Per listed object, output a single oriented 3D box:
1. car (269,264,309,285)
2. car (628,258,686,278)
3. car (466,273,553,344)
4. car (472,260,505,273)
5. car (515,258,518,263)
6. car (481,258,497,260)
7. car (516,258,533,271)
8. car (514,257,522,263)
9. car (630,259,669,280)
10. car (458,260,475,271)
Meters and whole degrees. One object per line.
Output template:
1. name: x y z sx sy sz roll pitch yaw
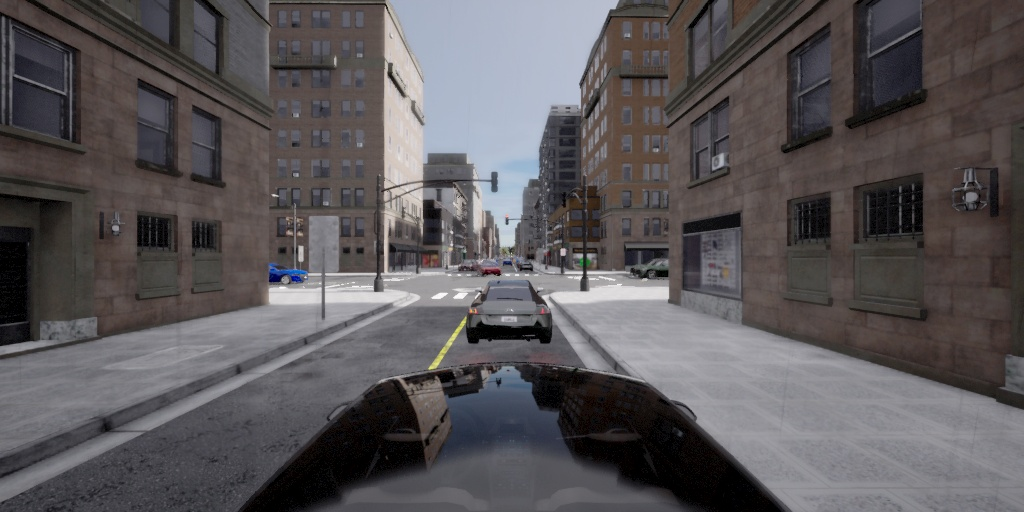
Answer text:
1. car: -17.584 1.291 26.219 5.008 1.535 1.882 0 0 1
2. car: 13.377 1.056 33.336 4.553 1.767 2.097 0 0 -1
3. car: -0.071 1.315 9.636 1.994 1.385 4.181 0 0 0
4. car: -2.346 1.373 34.926 1.895 1.301 4.718 0 0 -14
5. car: 1.809 1.399 59.730 1.802 1.307 4.207 0 0 0
6. car: -3.603 1.365 51.256 1.994 1.385 4.181 0 0 0
7. car: 1.899 1.362 48.708 1.948 1.339 4.313 0 0 0
8. car: 1.764 1.395 65.240 1.948 1.339 4.313 0 0 0
9. car: 12.729 1.053 30.076 4.553 1.767 2.097 0 0 -1
10. car: -6.125 1.236 48.643 1.967 1.591 4.097 0 0 0
